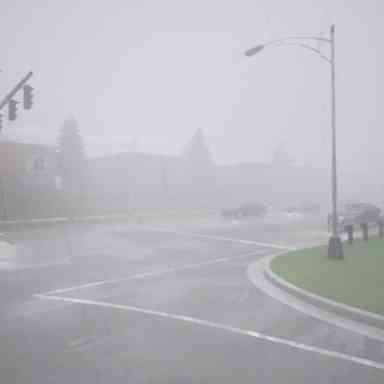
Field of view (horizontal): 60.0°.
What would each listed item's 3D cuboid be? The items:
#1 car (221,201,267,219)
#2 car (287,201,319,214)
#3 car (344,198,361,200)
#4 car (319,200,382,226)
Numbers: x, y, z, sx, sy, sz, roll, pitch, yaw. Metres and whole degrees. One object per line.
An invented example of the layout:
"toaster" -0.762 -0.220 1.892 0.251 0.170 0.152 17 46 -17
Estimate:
"car" 4.820 1.599 30.684 5.008 1.535 1.882 0 0 -40
"car" 12.414 1.645 37.092 4.181 1.385 1.994 0 0 -40
"car" 21.264 1.539 44.546 4.892 1.490 1.837 0 -1 -40
"car" 10.855 1.504 22.037 4.902 1.511 2.128 0 0 -40
